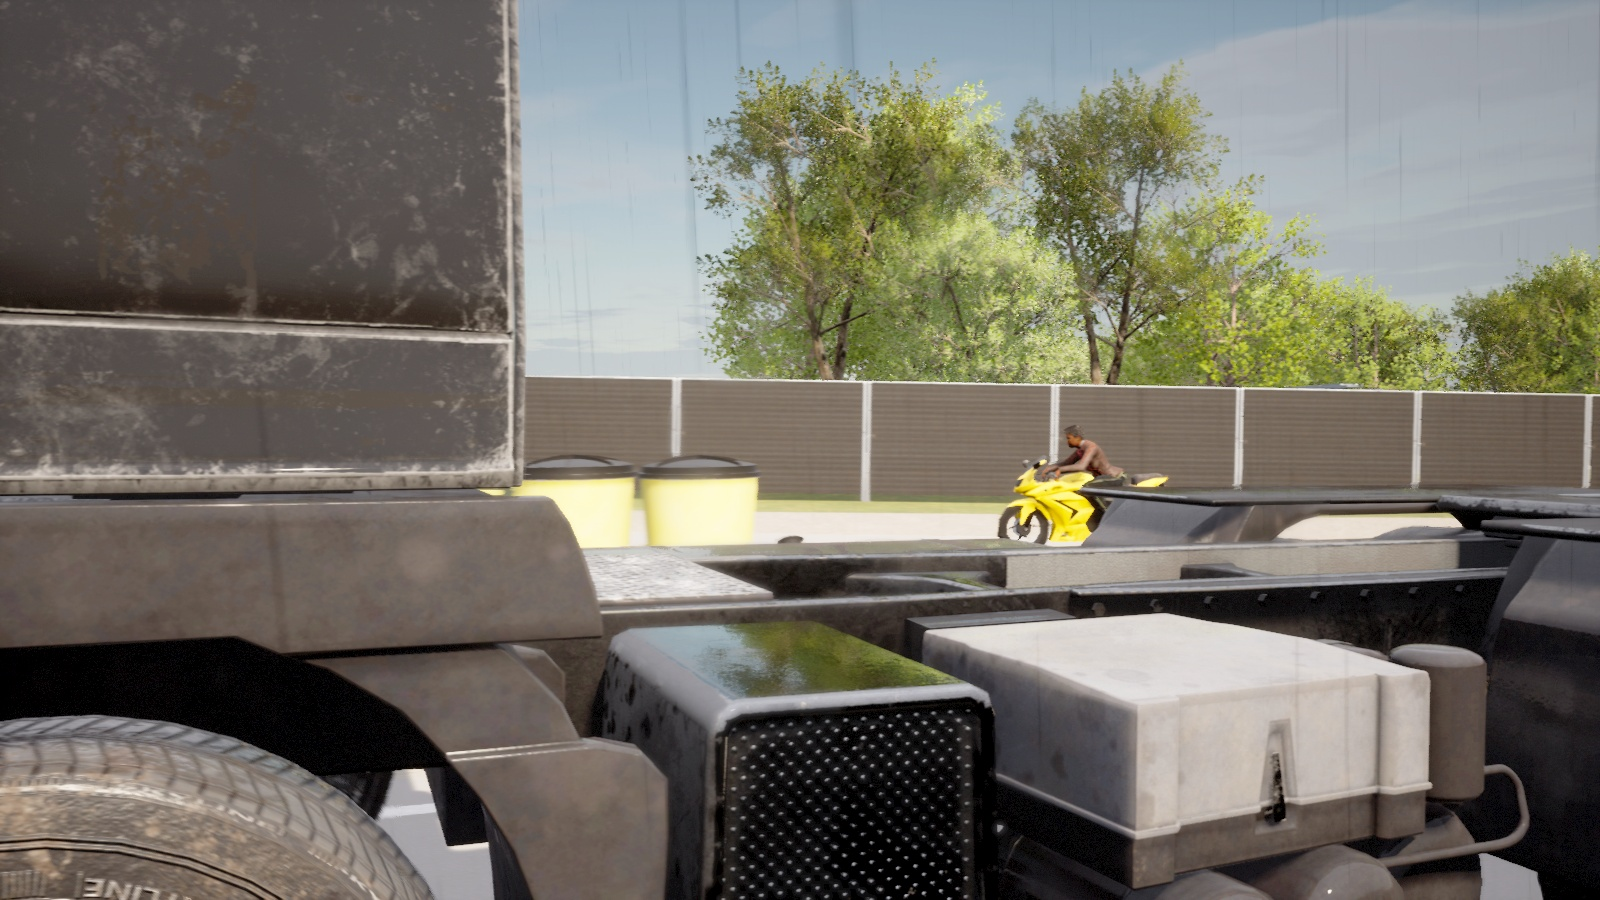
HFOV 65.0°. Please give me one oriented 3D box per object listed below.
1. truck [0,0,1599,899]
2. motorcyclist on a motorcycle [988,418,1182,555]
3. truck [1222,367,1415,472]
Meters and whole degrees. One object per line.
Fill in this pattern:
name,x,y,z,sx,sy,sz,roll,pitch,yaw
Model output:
truck,0.730,-0.249,3.504,7.936,3.462,2.891,-1,1,-21
motorcyclist on a motorcycle,3.262,0.397,14.495,2.044,1.523,0.797,0,1,-1
truck,20.729,-1.147,50.921,2.891,3.827,8.468,-2,1,-11
